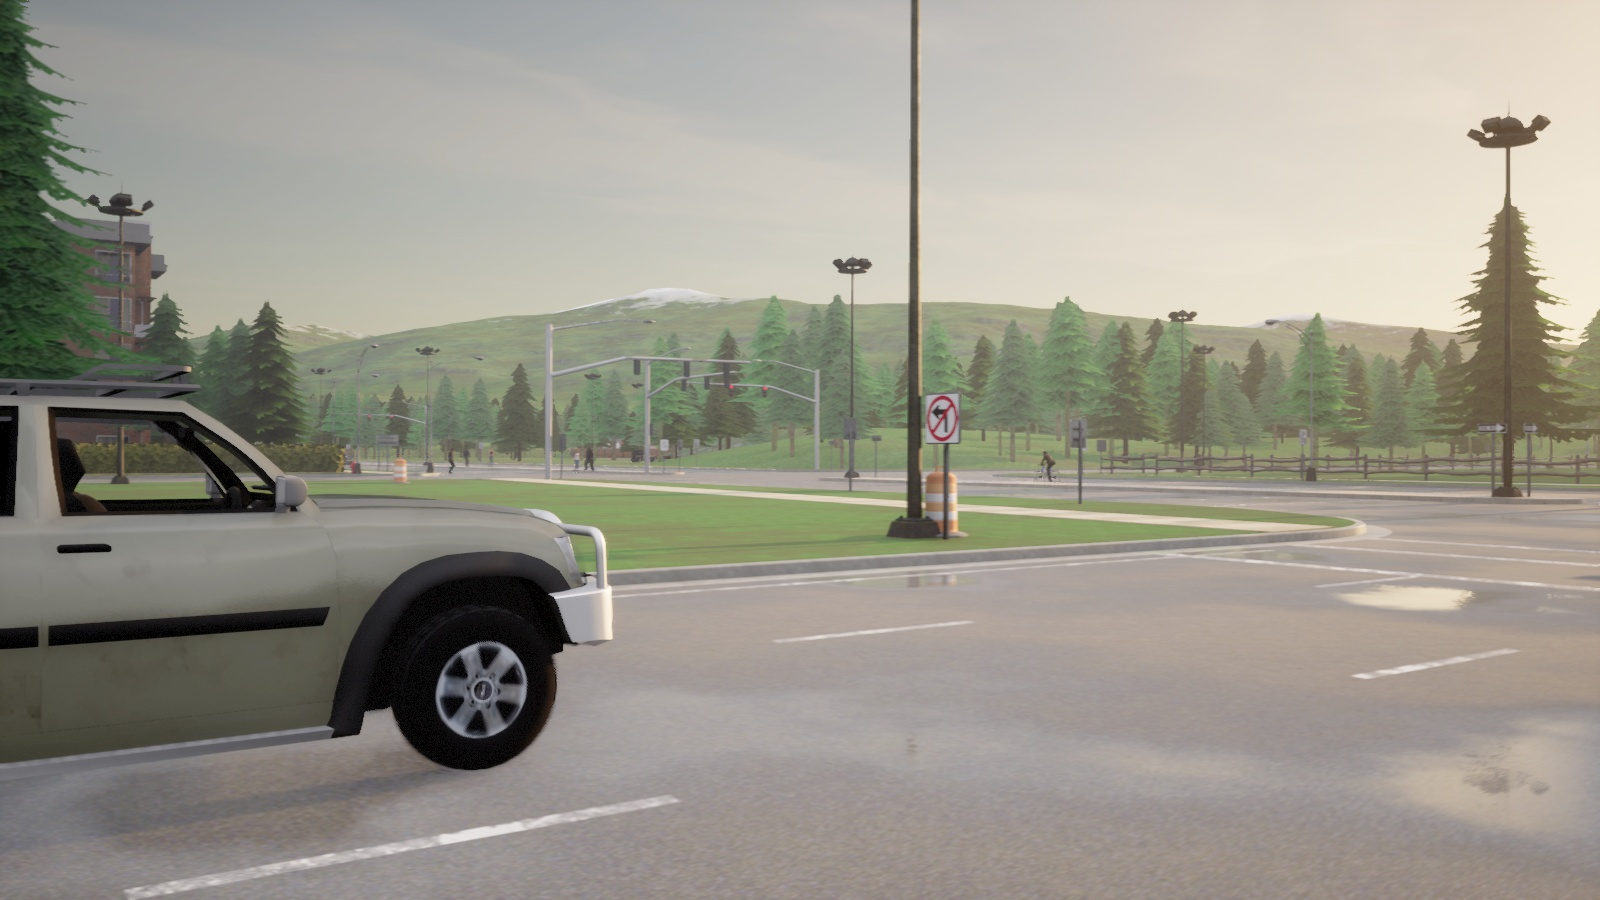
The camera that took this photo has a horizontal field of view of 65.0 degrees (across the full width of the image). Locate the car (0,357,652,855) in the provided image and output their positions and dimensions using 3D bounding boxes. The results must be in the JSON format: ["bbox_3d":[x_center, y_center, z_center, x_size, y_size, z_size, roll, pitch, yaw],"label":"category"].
[{"bbox_3d":[-3.179,0.582,5.711,4.605,1.855,1.932,0,0,-35],"label":"car"}]
